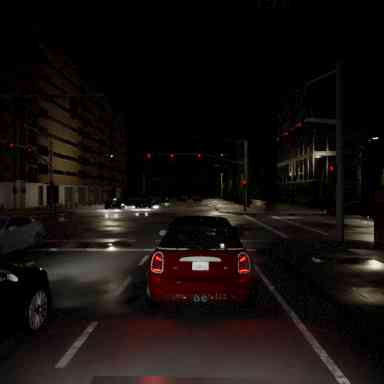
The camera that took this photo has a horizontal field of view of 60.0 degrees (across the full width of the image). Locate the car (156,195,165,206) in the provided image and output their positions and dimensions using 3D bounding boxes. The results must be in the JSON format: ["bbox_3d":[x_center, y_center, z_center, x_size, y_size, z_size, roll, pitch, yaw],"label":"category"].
[{"bbox_3d":[-6.367,1.491,56.286,2.128,1.511,4.902,0,0,2],"label":"car"}]

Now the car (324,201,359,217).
[{"bbox_3d":[14.506,1.547,30.020,4.902,1.511,2.128,0,0,1],"label":"car"}]

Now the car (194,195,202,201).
[{"bbox_3d":[1.547,1.478,83.984,1.882,1.535,5.008,0,0,2],"label":"car"}]

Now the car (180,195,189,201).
[{"bbox_3d":[-1.956,1.540,83.937,2.033,1.411,5.357,0,0,2],"label":"car"}]

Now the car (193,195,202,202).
[{"bbox_3d":[1.246,1.478,73.830,1.882,1.535,5.008,0,0,2],"label":"car"}]

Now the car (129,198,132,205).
[{"bbox_3d":[-9.899,1.601,55.315,1.895,1.301,4.718,0,0,2],"label":"car"}]

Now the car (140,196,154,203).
[{"bbox_3d":[-9.388,1.524,69.561,2.128,1.511,4.902,0,0,2],"label":"car"}]

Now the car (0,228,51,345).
[{"bbox_3d":[-3.396,1.492,3.880,2.128,1.511,4.902,0,0,1],"label":"car"}]

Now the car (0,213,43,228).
[{"bbox_3d":[-6.934,1.524,11.807,1.812,1.442,4.674,0,0,1],"label":"car"}]

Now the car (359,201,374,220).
[{"bbox_3d":[16.693,1.603,26.473,5.357,1.411,2.033,0,0,1],"label":"car"}]

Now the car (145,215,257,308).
[{"bbox_3d":[0.220,1.352,8.109,2.097,1.767,4.553,0,0,2],"label":"car"}]

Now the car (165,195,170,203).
[{"bbox_3d":[-5.897,1.352,69.200,2.097,1.767,4.553,0,0,2],"label":"car"}]

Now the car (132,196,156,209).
[{"bbox_3d":[-6.630,1.564,46.139,1.994,1.385,4.181,0,0,1],"label":"car"}]

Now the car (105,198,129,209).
[{"bbox_3d":[-10.161,1.564,44.144,1.994,1.385,4.181,0,0,1],"label":"car"}]

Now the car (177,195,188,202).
[{"bbox_3d":[-2.253,1.524,73.850,2.128,1.511,4.902,0,0,2],"label":"car"}]
